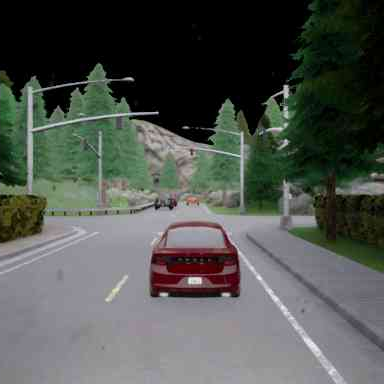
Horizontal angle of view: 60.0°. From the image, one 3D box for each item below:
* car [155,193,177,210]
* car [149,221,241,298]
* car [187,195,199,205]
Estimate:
[{"bbox_3d":[-3.548,1.222,43.387,2.150,2.045,5.566,0,0,0],"label":"car"},{"bbox_3d":[0.074,1.478,8.578,1.882,1.535,5.008,0,0,0],"label":"car"},{"bbox_3d":[0.130,1.352,57.687,2.097,1.767,4.553,0,0,-1],"label":"car"}]
